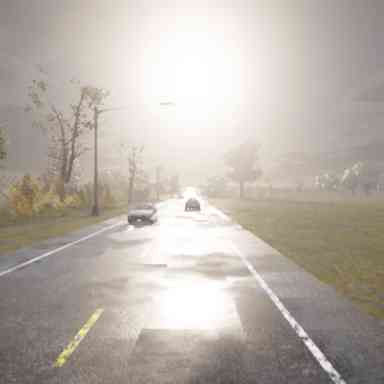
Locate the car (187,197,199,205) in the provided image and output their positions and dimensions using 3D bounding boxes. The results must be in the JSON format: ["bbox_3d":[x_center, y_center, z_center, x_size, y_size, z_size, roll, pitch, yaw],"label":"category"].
[{"bbox_3d":[0.097,1.594,59.832,2.033,1.411,5.357,0,0,-1],"label":"car"}]

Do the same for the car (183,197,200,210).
[{"bbox_3d":[0.092,1.602,43.641,1.994,1.385,4.181,0,0,0],"label":"car"}]

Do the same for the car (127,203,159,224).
[{"bbox_3d":[-3.604,1.572,25.325,2.033,1.411,5.357,0,0,0],"label":"car"}]
